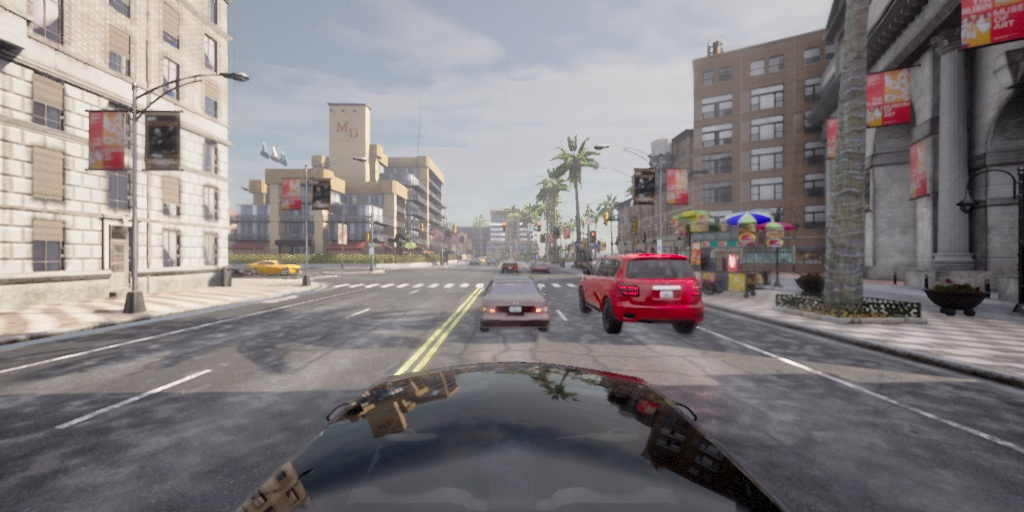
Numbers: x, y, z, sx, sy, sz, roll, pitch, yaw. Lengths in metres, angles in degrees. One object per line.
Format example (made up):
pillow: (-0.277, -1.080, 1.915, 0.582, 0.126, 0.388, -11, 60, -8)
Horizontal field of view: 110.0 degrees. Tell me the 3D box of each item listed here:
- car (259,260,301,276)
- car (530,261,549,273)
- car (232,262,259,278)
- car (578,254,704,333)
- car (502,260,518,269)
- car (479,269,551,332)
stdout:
car: (-24.174, 1.192, 36.498, 5.008, 1.535, 1.882, 0, 0, -1)
car: (3.252, 1.272, 42.854, 1.994, 1.385, 4.181, 0, 0, 0)
car: (-26.860, 1.265, 32.953, 5.357, 1.411, 2.033, 0, 0, -1)
car: (3.499, 0.962, 10.804, 2.150, 2.045, 5.566, 0, 0, 0)
car: (-0.254, 1.185, 43.595, 1.882, 1.535, 5.008, 0, 0, 0)
car: (0.013, 1.288, 10.858, 2.033, 1.411, 5.357, 0, 0, -2)
